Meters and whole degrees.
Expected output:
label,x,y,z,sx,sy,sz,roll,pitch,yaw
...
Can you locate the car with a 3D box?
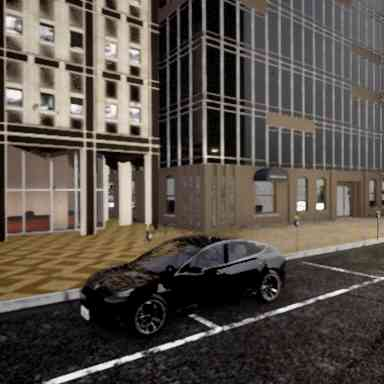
label,x,y,z,sx,sy,sz,roll,pitch,yaw
car,0.059,1.564,6.606,4.313,1.339,1.947,0,0,-36
